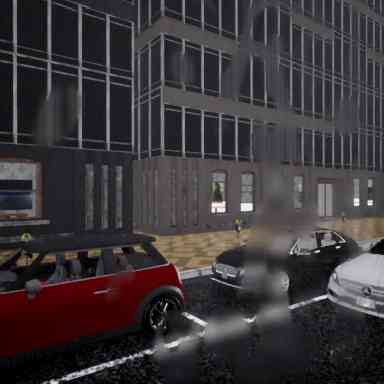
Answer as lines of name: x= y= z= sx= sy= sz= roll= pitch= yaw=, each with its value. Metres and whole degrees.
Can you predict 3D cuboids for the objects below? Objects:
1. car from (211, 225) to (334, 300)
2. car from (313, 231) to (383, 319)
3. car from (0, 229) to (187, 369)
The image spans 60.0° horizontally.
car: x=2.467 y=1.550 z=8.321 sx=4.403 sy=1.369 sz=2.008 roll=0 pitch=0 yaw=-36
car: x=4.701 y=1.524 z=6.732 sx=4.674 sy=1.442 sz=1.812 roll=0 pitch=0 yaw=-35
car: x=-2.166 y=1.440 z=5.016 sx=4.097 sy=1.590 sz=1.967 roll=0 pitch=0 yaw=-36
